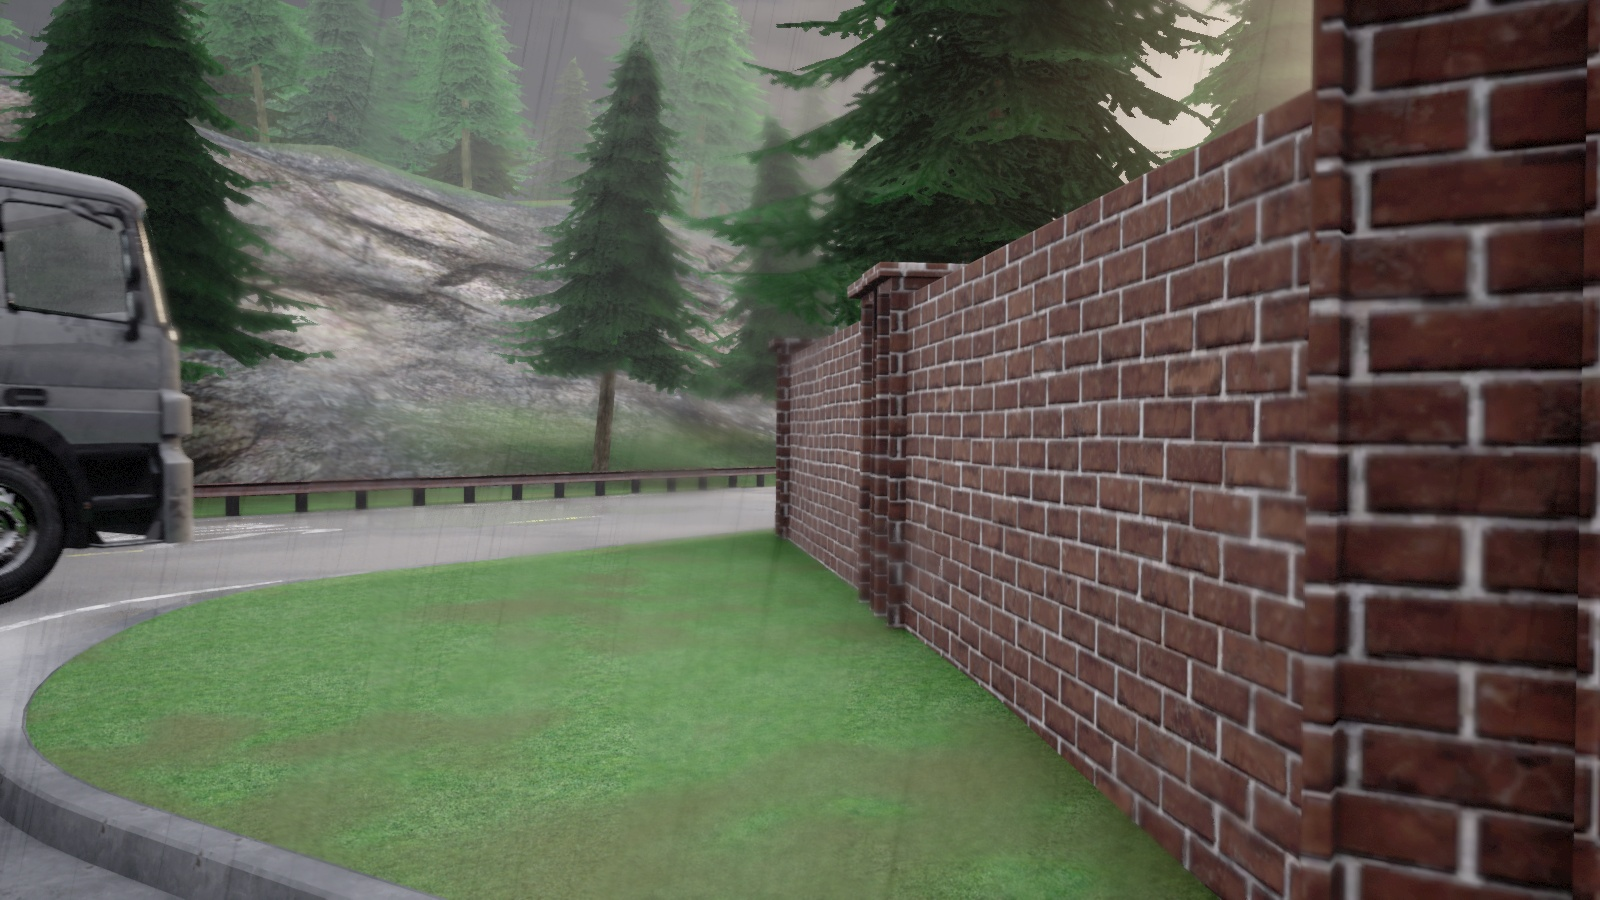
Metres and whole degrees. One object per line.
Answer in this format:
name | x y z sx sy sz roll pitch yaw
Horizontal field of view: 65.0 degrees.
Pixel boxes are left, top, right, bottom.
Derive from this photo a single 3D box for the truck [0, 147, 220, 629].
truck | -8.225 -0.371 7.863 2.891 3.462 7.936 0 2 33
